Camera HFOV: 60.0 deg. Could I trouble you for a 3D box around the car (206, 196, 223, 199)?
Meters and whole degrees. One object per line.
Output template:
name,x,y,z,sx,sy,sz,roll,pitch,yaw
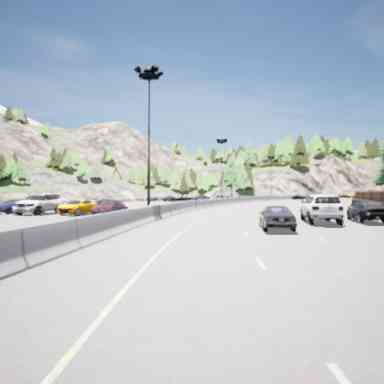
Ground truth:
car,5.256,1.495,69.532,1.895,1.301,4.718,0,0,24

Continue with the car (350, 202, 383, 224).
car,12.992,1.504,24.865,1.837,1.490,4.892,0,0,10

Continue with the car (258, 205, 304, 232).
car,5.124,1.531,20.219,2.033,1.411,5.357,0,0,8

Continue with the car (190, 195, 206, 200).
car,1.976,1.386,70.770,1.837,1.490,4.892,0,0,24

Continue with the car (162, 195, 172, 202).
car,-4.963,1.424,72.436,1.994,1.385,4.181,0,0,24

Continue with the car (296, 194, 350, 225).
car,9.274,1.211,24.072,2.150,2.045,5.566,0,0,10

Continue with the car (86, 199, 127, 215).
car,-7.507,1.456,30.468,1.812,1.442,4.674,0,0,12

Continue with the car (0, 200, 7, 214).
car,-17.693,1.423,32.992,1.812,1.442,4.674,0,0,12

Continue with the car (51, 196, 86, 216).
car,-10.817,1.397,31.705,1.882,1.535,5.008,0,0,12

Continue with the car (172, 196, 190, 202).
car,-1.849,1.472,70.816,1.895,1.301,4.718,0,0,24

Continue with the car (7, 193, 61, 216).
car,-14.417,1.128,31.657,2.150,2.045,5.566,0,0,11

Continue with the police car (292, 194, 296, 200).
police car,28.970,1.370,91.080,1.930,1.638,5.238,0,0,36
